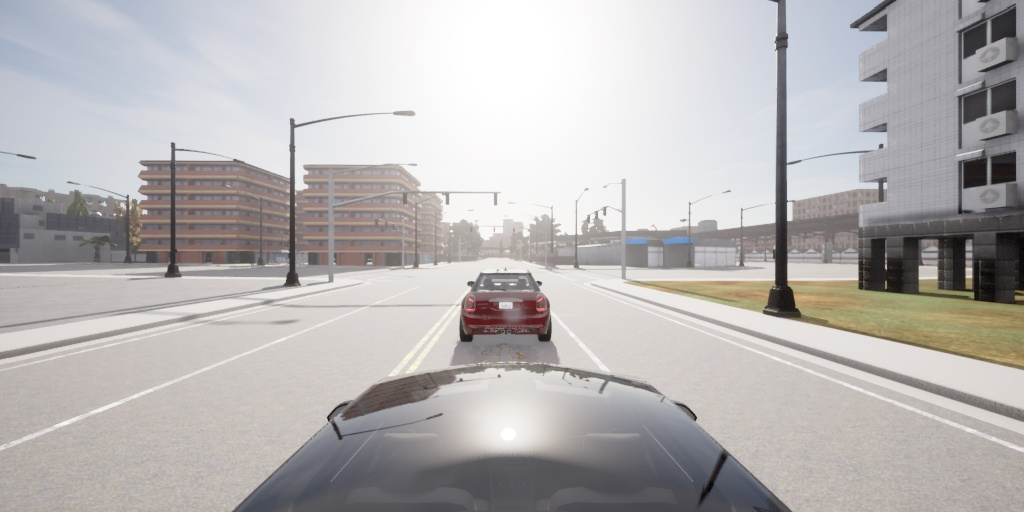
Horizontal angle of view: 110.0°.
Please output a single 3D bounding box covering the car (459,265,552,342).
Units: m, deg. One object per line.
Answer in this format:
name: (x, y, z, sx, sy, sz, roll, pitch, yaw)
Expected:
car: (-0.196, 1.102, 9.965, 2.097, 1.767, 4.553, 0, 0, -2)
